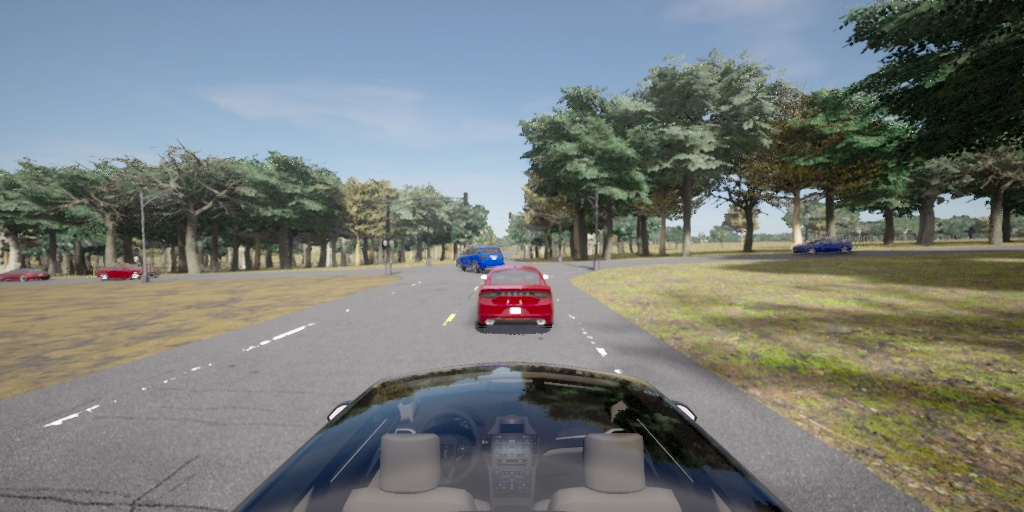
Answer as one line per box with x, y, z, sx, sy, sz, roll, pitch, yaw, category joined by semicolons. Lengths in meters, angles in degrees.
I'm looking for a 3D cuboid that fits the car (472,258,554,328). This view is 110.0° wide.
0.082;0.996;10.473;1.882;1.535;5.008;0;2;0;car

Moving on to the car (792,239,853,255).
30.935;-0.943;35.851;5.008;1.535;1.882;-2;1;2;car

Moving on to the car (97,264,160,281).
-37.186;1.554;34.836;5.008;1.535;1.882;-2;1;2;car

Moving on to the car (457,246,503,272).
-2.662;0.274;29.183;2.150;2.045;5.566;-1;1;-29;car
